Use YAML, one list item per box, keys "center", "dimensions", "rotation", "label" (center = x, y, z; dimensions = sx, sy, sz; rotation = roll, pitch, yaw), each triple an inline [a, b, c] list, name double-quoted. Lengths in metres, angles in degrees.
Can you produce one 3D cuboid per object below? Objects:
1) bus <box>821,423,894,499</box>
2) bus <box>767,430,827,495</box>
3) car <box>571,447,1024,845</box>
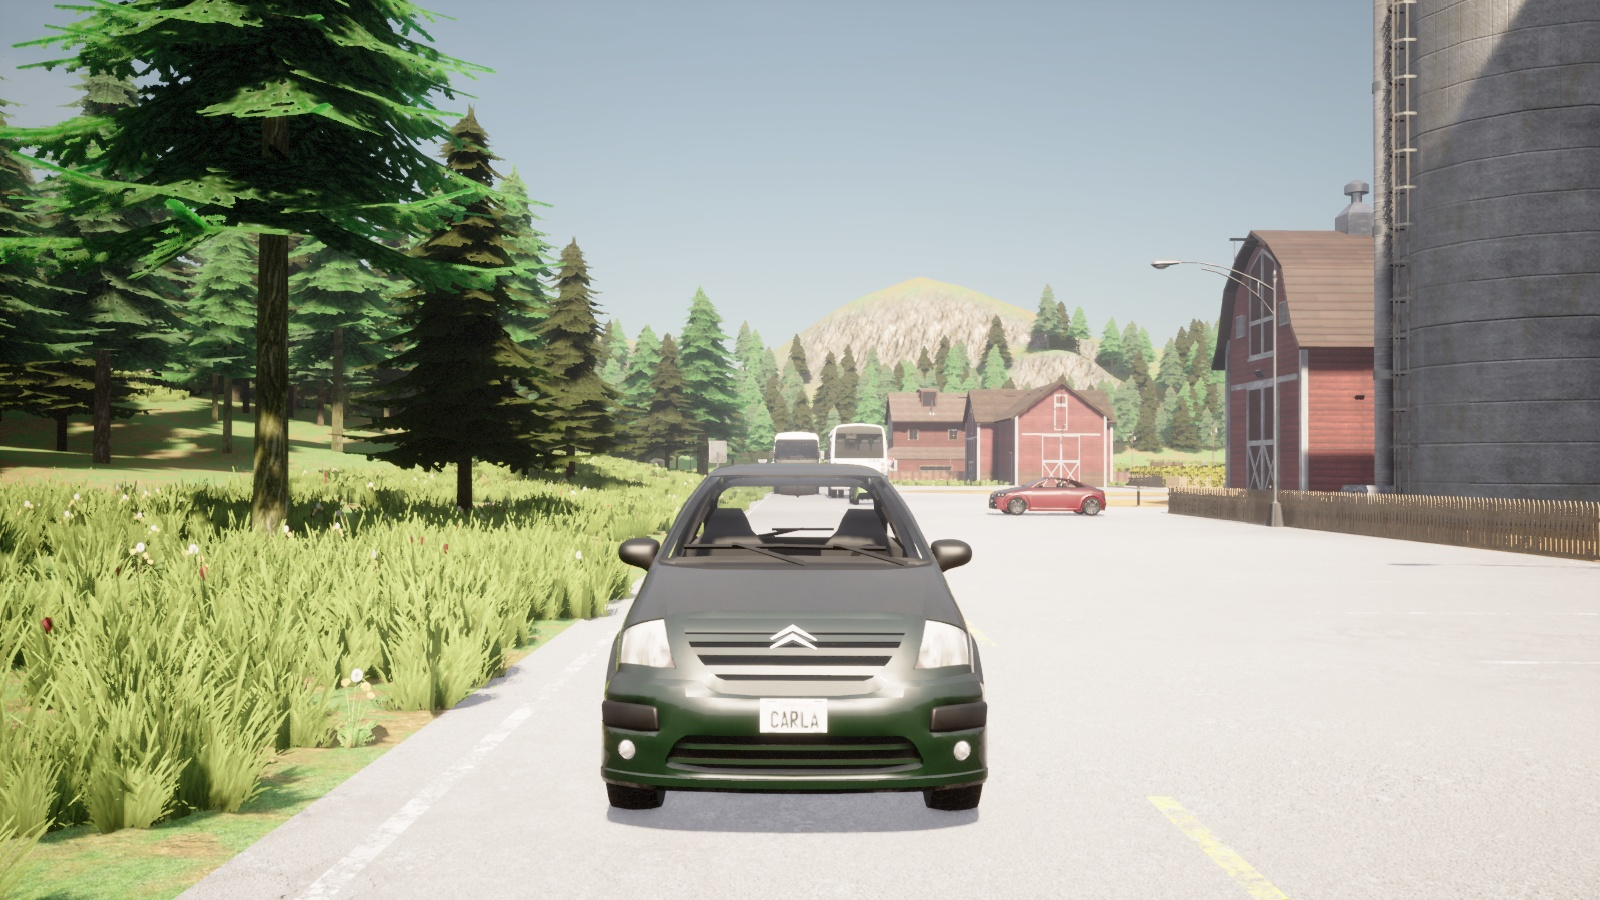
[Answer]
- center: [3.315, 0.697, 75.945]
  dimensions: [3.944, 4.253, 10.273]
  rotation: [0, -1, 0]
  label: "bus"
- center: [-0.215, 0.915, 88.123]
  dimensions: [3.944, 4.253, 10.273]
  rotation: [0, -1, 0]
  label: "bus"
- center: [-0.018, 0.832, 7.139]
  dimensions: [1.851, 1.617, 3.988]
  rotation: [0, -1, 0]
  label: "car"
